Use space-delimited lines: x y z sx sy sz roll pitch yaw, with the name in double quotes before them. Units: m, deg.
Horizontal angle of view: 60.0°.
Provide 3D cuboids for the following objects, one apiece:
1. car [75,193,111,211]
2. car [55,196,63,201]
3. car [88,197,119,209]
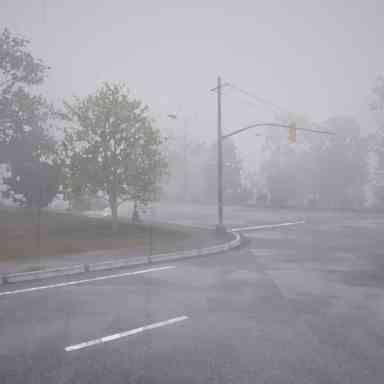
"car" -12.183 1.130 39.552 2.150 2.045 5.566 -1 0 -39
"car" -34.244 1.703 86.526 1.895 1.301 4.718 -1 0 -31
"car" -11.965 1.429 44.883 2.033 1.411 5.357 -1 0 -39
